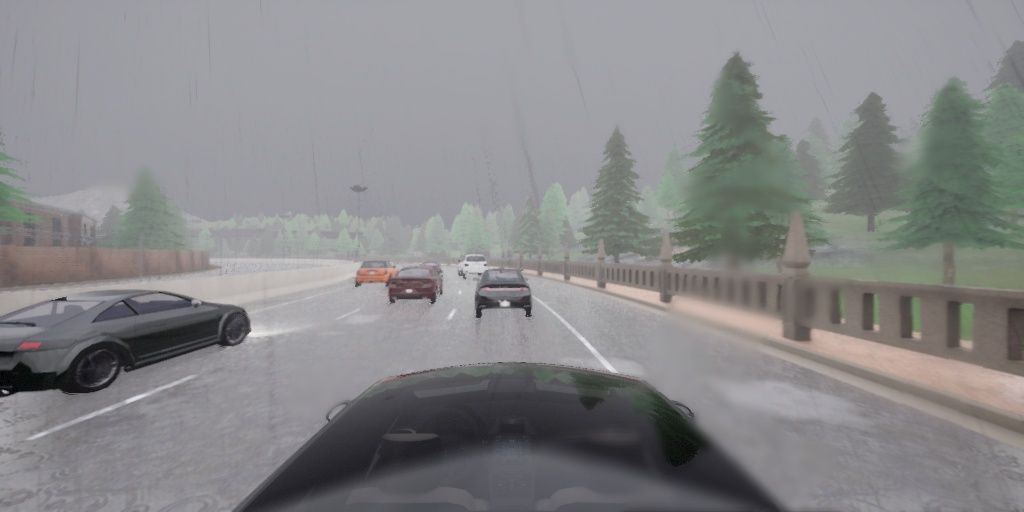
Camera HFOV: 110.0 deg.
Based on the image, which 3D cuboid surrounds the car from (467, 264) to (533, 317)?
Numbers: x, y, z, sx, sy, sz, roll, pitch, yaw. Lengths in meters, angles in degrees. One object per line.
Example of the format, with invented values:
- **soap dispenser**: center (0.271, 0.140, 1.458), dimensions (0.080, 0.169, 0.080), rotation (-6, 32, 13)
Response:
- **car**: center (-0.394, 1.212, 13.069), dimensions (2.128, 1.511, 4.902), rotation (0, 0, -4)

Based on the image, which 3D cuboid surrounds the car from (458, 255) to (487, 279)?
- **car**: center (-3.574, 0.892, 32.061), dimensions (2.150, 2.045, 5.566), rotation (0, 0, -14)

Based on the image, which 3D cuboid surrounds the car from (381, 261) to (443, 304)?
- **car**: center (-4.234, 1.190, 16.326), dimensions (1.882, 1.535, 5.008), rotation (0, 0, -6)

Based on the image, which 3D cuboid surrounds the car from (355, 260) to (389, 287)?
- **car**: center (-8.975, 1.044, 24.066), dimensions (2.097, 1.767, 4.553), rotation (0, 0, -11)

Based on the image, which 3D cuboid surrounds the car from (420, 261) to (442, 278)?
- **car**: center (-7.582, 1.193, 33.397), dimensions (1.812, 1.442, 4.674), rotation (0, 0, -15)

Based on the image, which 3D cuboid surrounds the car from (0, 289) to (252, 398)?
- **car**: center (-7.012, 1.301, 6.613), dimensions (1.994, 1.385, 4.181), rotation (0, 0, -1)
